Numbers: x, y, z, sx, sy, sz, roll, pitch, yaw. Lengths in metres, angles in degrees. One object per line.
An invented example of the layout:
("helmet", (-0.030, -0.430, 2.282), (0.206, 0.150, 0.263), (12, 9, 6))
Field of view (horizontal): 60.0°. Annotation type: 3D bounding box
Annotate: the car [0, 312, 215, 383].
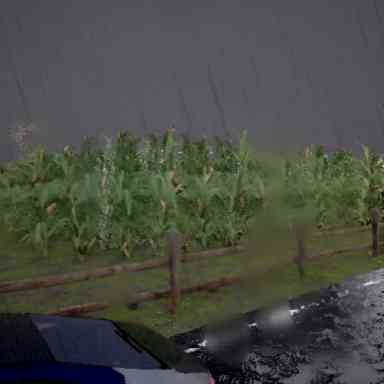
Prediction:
("car", (-1.778, 1.577, 1.800), (4.181, 1.385, 1.994), (-2, 1, -36))
